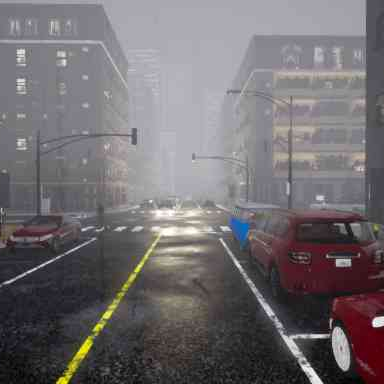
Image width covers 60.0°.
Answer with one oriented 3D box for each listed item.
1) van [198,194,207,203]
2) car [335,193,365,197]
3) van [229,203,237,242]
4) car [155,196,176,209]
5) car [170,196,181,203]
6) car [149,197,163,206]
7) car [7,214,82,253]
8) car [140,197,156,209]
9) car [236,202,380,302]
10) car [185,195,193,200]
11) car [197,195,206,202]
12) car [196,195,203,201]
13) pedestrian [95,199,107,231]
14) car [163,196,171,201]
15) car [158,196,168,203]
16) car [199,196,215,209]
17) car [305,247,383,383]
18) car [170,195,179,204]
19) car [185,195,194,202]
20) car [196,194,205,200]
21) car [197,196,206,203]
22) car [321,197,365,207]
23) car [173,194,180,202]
[{"bbox_3d":[2.113,1.356,68.194,1.690,1.788,3.998,0,0,0],"label":"van"},{"bbox_3d":[15.484,1.031,33.350,5.009,1.841,2.192,-1,1,-1],"label":"car"},{"bbox_3d":[2.572,1.340,13.708,1.690,1.788,3.998,0,0,0],"label":"van"},{"bbox_3d":[-3.449,1.603,43.983,1.895,1.301,4.718,0,0,-1],"label":"car"},{"bbox_3d":[-3.615,1.559,73.658,2.033,1.411,5.357,0,0,0],"label":"car"},{"bbox_3d":[-6.173,1.574,57.090,1.947,1.339,4.313,0,0,0],"label":"car"},{"bbox_3d":[-5.807,1.581,13.639,1.802,1.307,4.206,0,0,0],"label":"car"},{"bbox_3d":[-6.080,1.569,46.043,1.947,1.339,4.313,0,0,0],"label":"car"},{"bbox_3d":[2.618,1.314,8.180,2.192,1.841,5.009,0,0,0],"label":"car"},{"bbox_3d":[-0.715,1.455,85.569,1.895,1.301,4.718,0,0,0],"label":"car"},{"bbox_3d":[2.255,1.571,51.625,1.947,1.339,4.313,0,0,0],"label":"car"},{"bbox_3d":[1.927,1.557,90.457,1.752,1.417,4.829,0,0,0],"label":"car"},{"bbox_3d":[-5.126,1.292,18.799,0.375,1.860,0.375,0,0,0],"label":"pedestrian"},{"bbox_3d":[-6.405,1.609,84.706,1.802,1.307,4.206,0,0,0],"label":"car"},{"bbox_3d":[-6.312,1.563,73.660,1.887,1.381,4.507,0,0,0],"label":"car"},{"bbox_3d":[2.301,1.585,46.101,1.802,1.307,4.206,0,0,0],"label":"car"},{"bbox_3d":[2.667,1.544,2.652,1.887,1.381,4.507,0,0,0],"label":"car"},{"bbox_3d":[-3.537,1.570,53.072,1.994,1.385,4.181,0,0,-1],"label":"car"},{"bbox_3d":[-0.631,1.536,75.533,1.812,1.442,4.674,0,0,0],"label":"car"},{"bbox_3d":[2.161,1.556,62.671,1.887,1.381,4.507,0,0,0],"label":"car"},{"bbox_3d":[2.069,1.585,73.718,1.947,1.339,4.313,0,0,0],"label":"car"},{"bbox_3d":[13.373,1.368,30.739,4.718,1.301,1.895,-1,0,-1],"label":"car"},{"bbox_3d":[-3.582,1.364,63.122,2.097,1.767,4.553,0,0,0],"label":"car"}]
